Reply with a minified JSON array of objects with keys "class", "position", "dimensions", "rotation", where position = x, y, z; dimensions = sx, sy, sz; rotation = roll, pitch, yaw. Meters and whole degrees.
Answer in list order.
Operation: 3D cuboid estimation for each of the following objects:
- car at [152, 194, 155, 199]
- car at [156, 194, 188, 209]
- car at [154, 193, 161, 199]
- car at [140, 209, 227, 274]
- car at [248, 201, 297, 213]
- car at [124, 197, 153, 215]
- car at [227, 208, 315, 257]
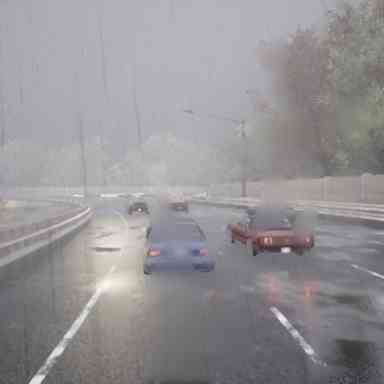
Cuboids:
[{"class":"car","position":[-8.151,1.008,80.653],"dimensions":[1.882,1.535,5.008],"rotation":[0,0,15]},{"class":"car","position":[-1.798,1.281,32.368],"dimensions":[1.882,1.535,5.008],"rotation":[0,0,-17]},{"class":"car","position":[-3.776,1.235,48.919],"dimensions":[1.812,1.442,4.674],"rotation":[0,0,-19]},{"class":"car","position":[-0.566,1.484,10.357],"dimensions":[2.033,1.411,5.357],"rotation":[0,0,-7]},{"class":"car","position":[4.791,1.337,20.870],"dimensions":[2.128,1.511,4.902],"rotation":[0,0,-11]},{"class":"car","position":[-5.413,1.327,32.148],"dimensions":[1.837,1.490,4.892],"rotation":[0,0,-18]},{"class":"car","position":[2.656,1.508,12.548],"dimensions":[1.895,1.301,4.718],"rotation":[0,0,-7]}]
